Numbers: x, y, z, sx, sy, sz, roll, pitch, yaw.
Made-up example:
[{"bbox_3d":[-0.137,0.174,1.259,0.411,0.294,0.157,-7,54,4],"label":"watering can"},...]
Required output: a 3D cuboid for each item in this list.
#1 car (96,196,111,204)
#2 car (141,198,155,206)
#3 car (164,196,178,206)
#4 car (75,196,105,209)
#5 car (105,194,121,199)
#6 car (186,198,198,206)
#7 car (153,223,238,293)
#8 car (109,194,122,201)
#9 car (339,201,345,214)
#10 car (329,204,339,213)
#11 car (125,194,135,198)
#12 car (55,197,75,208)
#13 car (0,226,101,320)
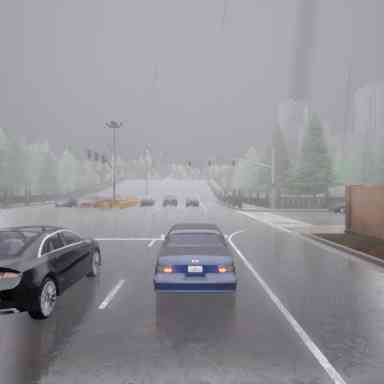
[{"bbox_3d":[-17.596,1.580,66.424,1.895,1.301,4.718,0,1,0],"label":"car"},{"bbox_3d":[-6.942,1.600,53.154,1.895,1.301,4.718,0,0,0],"label":"car"},{"bbox_3d":[-3.444,1.351,54.403,2.097,1.767,4.553,0,0,0],"label":"car"},{"bbox_3d":[-14.035,1.350,46.069,2.097,1.767,4.553,0,0,-2],"label":"car"},{"bbox_3d":[-14.122,1.476,60.649,1.882,1.535,5.008,0,0,0],"label":"car"},{"bbox_3d":[0.058,1.600,53.158,1.895,1.301,4.718,0,0,0],"label":"car"},{"bbox_3d":[0.071,1.547,8.982,2.033,1.411,5.357,0,0,0],"label":"car"},{"bbox_3d":[-17.656,1.193,76.930,1.994,1.385,4.181,0,2,0],"label":"car"},{"bbox_3d":[16.551,1.563,31.220,4.181,1.385,1.994,0,0,0],"label":"car"},{"bbox_3d":[16.845,1.504,34.721,4.892,1.490,1.837,0,0,0],"label":"car"},{"bbox_3d":[-14.150,1.219,75.974,1.812,1.442,4.674,0,2,0],"label":"car"},{"bbox_3d":[-17.630,1.491,46.885,2.128,1.511,4.902,0,0,0],"label":"car"},{"bbox_3d":[-3.437,1.491,7.308,2.128,1.511,4.902,0,0,0],"label":"car"}]
